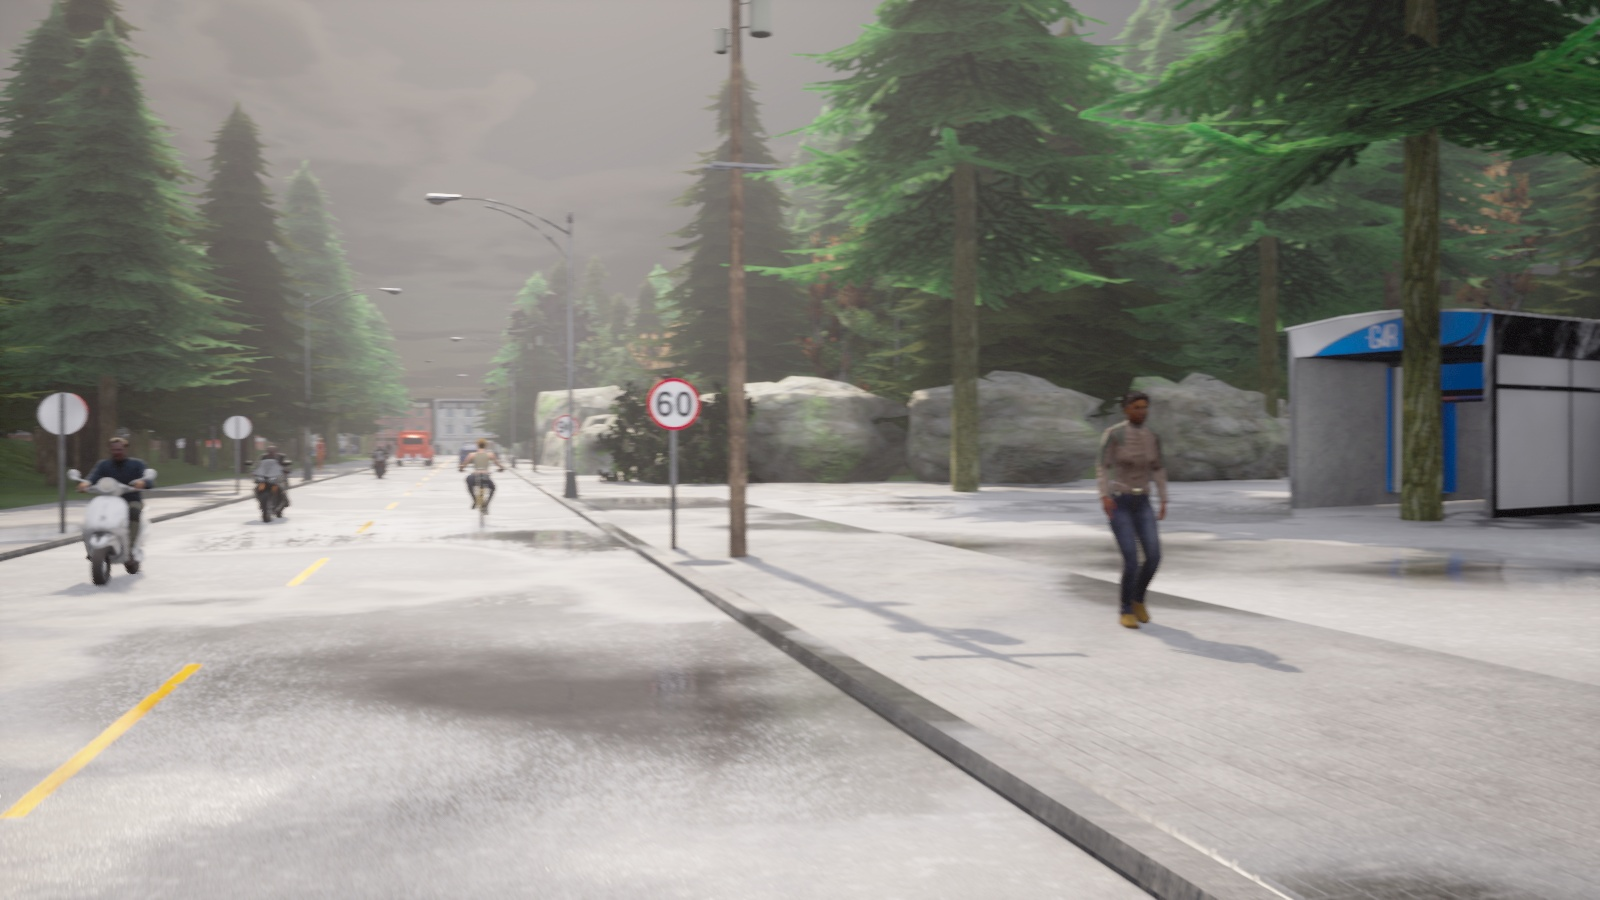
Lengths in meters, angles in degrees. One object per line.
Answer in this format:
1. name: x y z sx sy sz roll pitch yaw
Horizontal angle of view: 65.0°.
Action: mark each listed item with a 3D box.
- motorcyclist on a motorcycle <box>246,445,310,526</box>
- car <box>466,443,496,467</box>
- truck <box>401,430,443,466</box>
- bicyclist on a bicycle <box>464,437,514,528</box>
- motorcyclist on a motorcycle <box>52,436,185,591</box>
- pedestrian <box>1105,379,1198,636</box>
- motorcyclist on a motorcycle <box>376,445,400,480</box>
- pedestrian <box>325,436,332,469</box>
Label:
1. motorcyclist on a motorcycle: -10.297 0.671 24.859 0.866 1.530 2.191 0 0 -14
2. car: -21.622 0.322 85.143 1.882 1.535 5.008 0 0 -14
3. truck: -26.653 -0.147 88.664 2.627 2.467 5.204 0 0 -14
4. bicyclist on a bicycle: -5.711 0.573 23.063 0.866 1.612 1.509 0 0 -14
5. motorcyclist on a motorcycle: -7.465 0.642 13.851 0.866 1.590 1.817 0 0 -14
6. pedestrian: 2.579 0.402 9.265 0.328 1.805 0.869 0 0 -9
7. motorcyclist on a motorcycle: -18.010 0.530 54.894 0.866 1.530 2.191 0 0 -14
8. pedestrian: -26.703 0.137 71.138 0.345 1.836 0.594 0 0 -25
